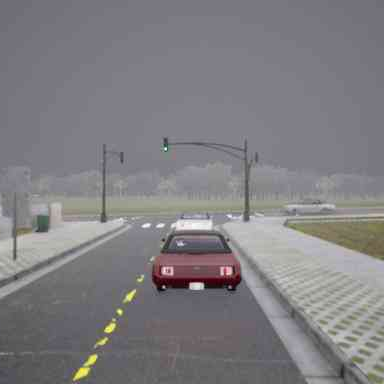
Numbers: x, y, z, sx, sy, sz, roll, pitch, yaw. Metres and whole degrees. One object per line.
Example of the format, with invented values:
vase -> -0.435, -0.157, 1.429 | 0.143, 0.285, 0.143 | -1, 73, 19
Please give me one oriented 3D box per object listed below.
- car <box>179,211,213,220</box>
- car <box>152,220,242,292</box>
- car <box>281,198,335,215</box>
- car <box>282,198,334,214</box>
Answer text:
car -> 0.276, 1.753, 19.296 | 1.895, 1.301, 4.718 | 0, 0, 4
car -> 0.104, 1.668, 9.054 | 1.895, 1.301, 4.718 | 0, 0, 0
car -> 11.201, 1.515, 32.380 | 4.718, 1.301, 1.895 | -2, -1, 1
car -> 12.372, 1.464, 35.616 | 4.892, 1.490, 1.837 | -2, -1, 1
